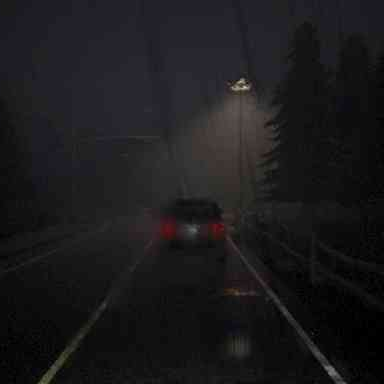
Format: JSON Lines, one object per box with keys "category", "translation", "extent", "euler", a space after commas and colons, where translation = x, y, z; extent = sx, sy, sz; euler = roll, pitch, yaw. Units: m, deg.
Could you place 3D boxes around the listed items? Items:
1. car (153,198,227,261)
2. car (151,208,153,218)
{"category": "car", "translation": [0.016, 1.232, 12.378], "extent": [2.150, 2.045, 5.566], "euler": [0, 0, 0]}
{"category": "car", "translation": [-2.061, 1.628, 27.998], "extent": [1.895, 1.301, 4.718], "euler": [0, 0, -20]}
